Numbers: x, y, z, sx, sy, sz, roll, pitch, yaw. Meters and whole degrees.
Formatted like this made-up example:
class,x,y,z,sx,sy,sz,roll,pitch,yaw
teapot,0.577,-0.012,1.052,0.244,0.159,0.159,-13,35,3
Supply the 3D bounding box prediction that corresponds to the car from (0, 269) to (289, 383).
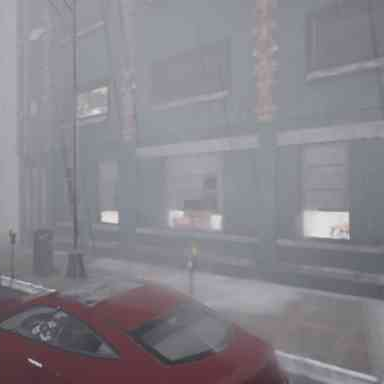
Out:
class,x,y,z,sx,sy,sz,roll,pitch,yaw
car,-1.094,1.623,3.645,4.206,1.307,1.802,-1,0,35
